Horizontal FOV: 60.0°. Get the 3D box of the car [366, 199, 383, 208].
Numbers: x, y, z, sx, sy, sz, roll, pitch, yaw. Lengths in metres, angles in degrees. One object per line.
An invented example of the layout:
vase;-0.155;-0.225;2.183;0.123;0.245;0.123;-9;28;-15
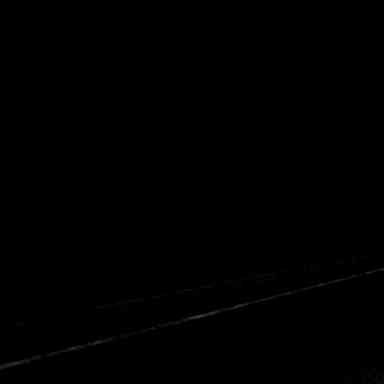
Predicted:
car;30.714;1.886;54.636;2.128;1.511;4.902;2;0;-8
